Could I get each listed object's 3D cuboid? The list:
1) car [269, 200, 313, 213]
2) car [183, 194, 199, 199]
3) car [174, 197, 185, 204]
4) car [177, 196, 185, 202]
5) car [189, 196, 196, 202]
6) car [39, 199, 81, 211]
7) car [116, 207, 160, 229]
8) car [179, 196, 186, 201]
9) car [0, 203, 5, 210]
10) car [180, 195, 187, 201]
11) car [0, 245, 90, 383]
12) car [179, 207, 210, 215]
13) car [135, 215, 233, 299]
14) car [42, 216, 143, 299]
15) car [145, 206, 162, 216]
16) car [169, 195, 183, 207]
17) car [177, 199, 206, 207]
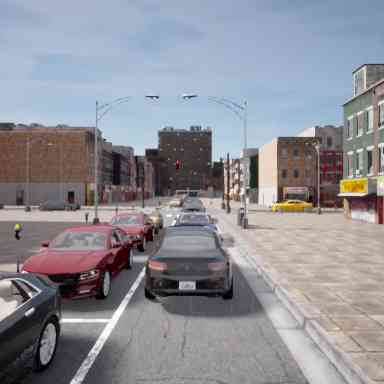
[{"bbox_3d":[11.749,1.674,39.589,5.008,1.535,1.882,1,0,0],"label":"car"},{"bbox_3d":[0.205,1.424,48.299,2.097,1.767,4.553,0,0,-4],"label":"car"},{"bbox_3d":[-2.518,1.682,67.732,2.008,1.369,4.403,0,0,0],"label":"car"},{"bbox_3d":[-2.500,1.695,78.449,1.752,1.417,4.829,0,0,0],"label":"car"},{"bbox_3d":[0.145,1.786,83.777,1.895,1.301,4.718,0,0,0],"label":"car"},{"bbox_3d":[-14.474,1.505,36.553,4.181,1.385,1.994,0,0,0],"label":"car"},{"bbox_3d":[-2.610,1.553,13.949,1.887,1.381,4.507,0,0,0],"label":"car"},{"bbox_3d":[-2.481,1.757,89.508,1.887,1.381,4.507,0,0,0],"label":"car"},{"bbox_3d":[-23.226,1.383,36.525,4.892,1.490,1.837,0,0,0],"label":"car"},{"bbox_3d":[-2.471,1.672,94.952,1.967,1.590,4.097,0,0,0],"label":"car"},{"bbox_3d":[-2.629,1.552,2.960,2.008,1.369,4.403,0,0,0],"label":"car"},{"bbox_3d":[0.121,1.611,15.684,1.895,1.301,4.718,0,0,0],"label":"car"},{"bbox_3d":[-0.041,1.529,8.320,1.812,1.442,4.674,0,0,1],"label":"car"},{"bbox_3d":[-2.619,1.548,8.454,1.887,1.381,4.507,0,0,0],"label":"car"},{"bbox_3d":[-2.601,1.540,19.272,1.752,1.417,4.829,0,0,0],"label":"car"},{"bbox_3d":[-2.546,1.606,51.230,1.752,1.417,4.829,0,0,0],"label":"car"},{"bbox_3d":[0.156,1.530,25.985,1.837,1.490,4.892,0,0,2],"label":"car"}]
